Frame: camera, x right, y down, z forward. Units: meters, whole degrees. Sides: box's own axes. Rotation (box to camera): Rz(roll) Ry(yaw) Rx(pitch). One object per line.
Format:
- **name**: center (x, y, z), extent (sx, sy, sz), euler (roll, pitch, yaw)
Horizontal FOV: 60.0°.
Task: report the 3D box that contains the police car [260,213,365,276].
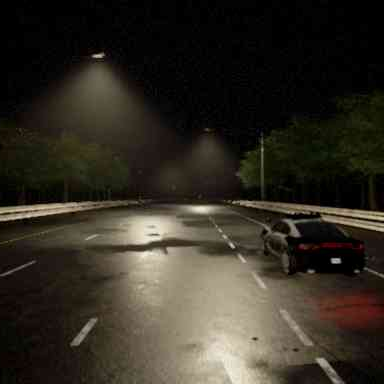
- **police car**: center (3.518, 1.499, 10.752), extent (1.930, 1.638, 5.238), euler (0, 0, 0)
